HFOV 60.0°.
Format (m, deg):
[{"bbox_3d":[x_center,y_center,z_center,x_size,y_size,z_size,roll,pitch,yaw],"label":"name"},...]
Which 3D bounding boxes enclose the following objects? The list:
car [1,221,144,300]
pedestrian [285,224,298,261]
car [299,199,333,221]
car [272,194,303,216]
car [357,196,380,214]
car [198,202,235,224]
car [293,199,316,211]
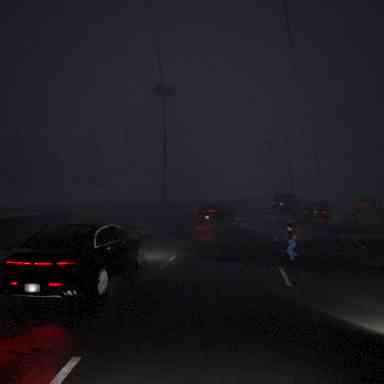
[{"bbox_3d":[-2.600,1.504,8.450,1.837,1.490,4.892,0,0,7],"label":"car"},{"bbox_3d":[3.274,1.574,10.760,0.375,1.300,0.375,0,0,11],"label":"pedestrian"},{"bbox_3d":[10.326,1.547,27.021,2.033,1.411,5.357,0,0,26],"label":"car"},{"bbox_3d":[9.487,1.221,32.905,2.150,2.045,5.566,0,0,28],"label":"car"},{"bbox_3d":[19.232,1.352,36.213,2.097,1.767,4.553,0,0,28],"label":"car"},{"bbox_3d":[1.946,1.504,25.306,1.837,1.490,4.892,0,0,21],"label":"car"},{"bbox_3d":[13.974,1.564,41.202,1.994,1.385,4.181,0,0,28],"label":"car"}]
